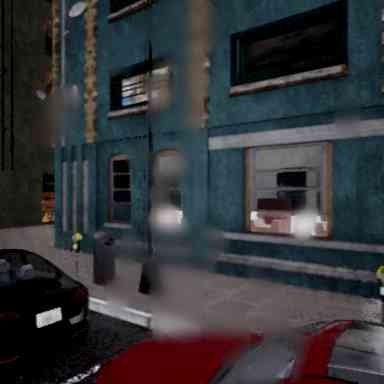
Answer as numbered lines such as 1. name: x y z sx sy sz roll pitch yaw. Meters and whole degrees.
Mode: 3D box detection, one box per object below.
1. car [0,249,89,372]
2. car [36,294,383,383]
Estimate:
1. car: -3.462 1.604 5.336 4.313 1.339 1.947 0 0 35
2. car: 1.036 1.584 2.129 4.206 1.307 1.802 0 0 35
